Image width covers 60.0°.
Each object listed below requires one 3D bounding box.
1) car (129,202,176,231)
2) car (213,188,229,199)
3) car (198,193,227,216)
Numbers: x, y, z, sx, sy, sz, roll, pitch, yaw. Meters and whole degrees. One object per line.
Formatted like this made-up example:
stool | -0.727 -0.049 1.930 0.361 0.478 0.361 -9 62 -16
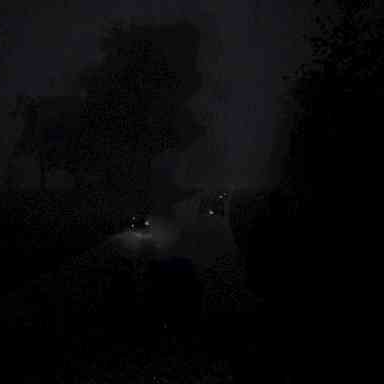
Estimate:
car | -2.032 1.279 18.183 1.994 1.385 4.181 0 2 5
car | 3.780 0.161 42.840 1.895 1.301 4.718 1 3 8
car | 1.584 1.064 25.706 1.895 1.301 4.718 0 2 6
